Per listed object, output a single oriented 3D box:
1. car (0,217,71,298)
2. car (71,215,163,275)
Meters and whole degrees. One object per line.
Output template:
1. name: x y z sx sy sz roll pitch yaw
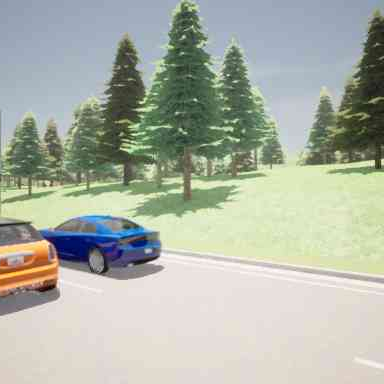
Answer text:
1. car: -5.134 1.352 7.668 4.553 1.767 2.097 0 0 36
2. car: -3.209 1.478 10.593 5.008 1.535 1.882 0 0 36
